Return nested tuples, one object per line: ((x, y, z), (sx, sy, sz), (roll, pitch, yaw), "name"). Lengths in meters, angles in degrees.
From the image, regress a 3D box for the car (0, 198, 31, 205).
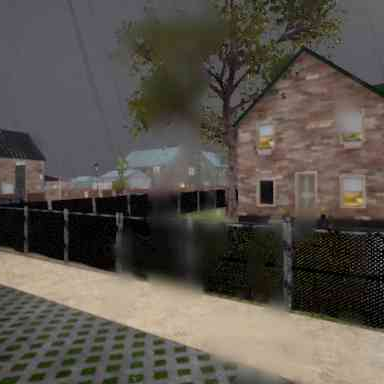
((-11.967, 1.103, 21.087), (2.033, 1.411, 5.357), (-1, 2, 35), "car")

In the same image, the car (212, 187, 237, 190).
((3.463, 0.231, 37.487), (2.128, 1.511, 4.902), (0, 2, 36), "car")

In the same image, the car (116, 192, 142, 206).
((-5.689, 0.715, 29.832), (2.033, 1.411, 5.357), (-1, 2, 35), "car")

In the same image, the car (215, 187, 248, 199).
((5.367, 0.054, 45.094), (2.033, 1.411, 5.357), (0, 2, 36), "car")
